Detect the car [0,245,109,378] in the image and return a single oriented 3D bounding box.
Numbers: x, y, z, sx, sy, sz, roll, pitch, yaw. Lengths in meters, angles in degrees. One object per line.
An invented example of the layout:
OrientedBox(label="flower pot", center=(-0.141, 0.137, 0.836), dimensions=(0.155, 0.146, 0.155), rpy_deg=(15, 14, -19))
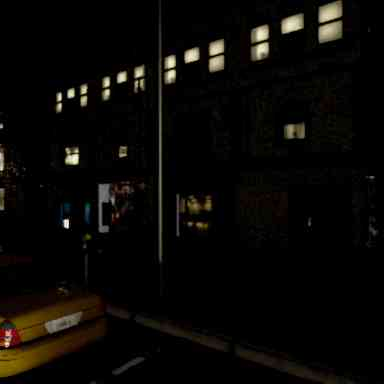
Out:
OrientedBox(label="car", center=(-3.403, 1.542, 5.388), dimensions=(4.829, 1.417, 1.752), rpy_deg=(0, -1, 36))
